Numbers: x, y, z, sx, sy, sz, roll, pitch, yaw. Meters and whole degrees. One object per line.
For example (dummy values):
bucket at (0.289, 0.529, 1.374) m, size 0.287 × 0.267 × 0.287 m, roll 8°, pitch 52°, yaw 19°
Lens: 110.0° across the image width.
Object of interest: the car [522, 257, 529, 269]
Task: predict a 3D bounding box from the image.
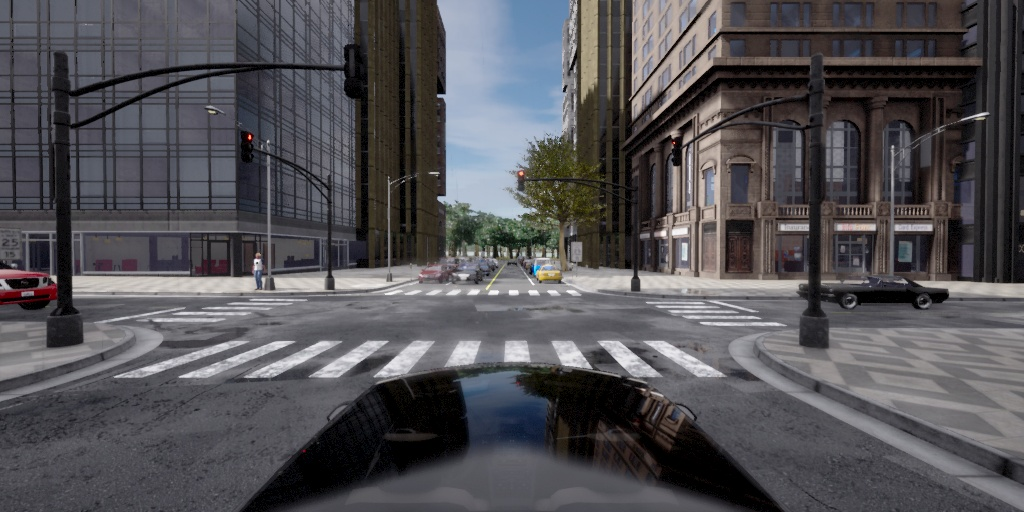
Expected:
car at (2.721, 1.207, 49.879) m, size 1.751 × 1.417 × 4.829 m, roll 0°, pitch 0°, yaw 0°

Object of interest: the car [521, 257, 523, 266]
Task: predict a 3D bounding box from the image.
car at (2.716, 1.211, 55.388) m, size 1.888 × 1.381 × 4.507 m, roll 0°, pitch 0°, yaw 0°

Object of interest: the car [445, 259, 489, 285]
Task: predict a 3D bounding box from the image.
car at (-3.148, 1.221, 26.118) m, size 2.128 × 1.511 × 4.902 m, roll 0°, pitch 0°, yaw 1°

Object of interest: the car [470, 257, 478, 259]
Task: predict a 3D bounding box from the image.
car at (-5.800, 1.010, 44.014) m, size 2.192 × 1.841 × 5.009 m, roll 0°, pitch 0°, yaw 0°

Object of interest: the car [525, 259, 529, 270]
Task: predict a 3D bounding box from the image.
car at (2.730, 1.274, 38.349) m, size 1.948 × 1.339 × 4.313 m, roll 0°, pitch 0°, yaw 0°

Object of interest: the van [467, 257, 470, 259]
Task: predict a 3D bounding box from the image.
van at (-5.795, 1.049, 38.334) m, size 1.690 × 1.789 × 3.998 m, roll 0°, pitch 0°, yaw 0°

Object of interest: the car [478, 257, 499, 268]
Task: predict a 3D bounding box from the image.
car at (-3.126, 1.181, 46.418) m, size 2.128 × 1.511 × 4.902 m, roll 0°, pitch 0°, yaw 0°

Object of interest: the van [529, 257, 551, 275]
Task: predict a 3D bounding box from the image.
van at (2.735, 1.059, 32.670) m, size 1.690 × 1.789 × 3.998 m, roll 0°, pitch 0°, yaw 0°

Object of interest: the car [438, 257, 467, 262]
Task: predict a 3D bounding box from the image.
car at (-5.790, 1.033, 32.654) m, size 2.192 × 1.841 × 5.009 m, roll 0°, pitch 0°, yaw 0°

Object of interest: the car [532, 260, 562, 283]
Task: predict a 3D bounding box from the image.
car at (2.740, 1.253, 27.160) m, size 1.751 × 1.417 × 4.829 m, roll 0°, pitch 0°, yaw 0°

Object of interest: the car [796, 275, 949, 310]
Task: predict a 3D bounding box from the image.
car at (14.698, 1.443, 14.844) m, size 4.718 × 1.301 × 1.895 m, roll 0°, pitch 1°, yaw 0°

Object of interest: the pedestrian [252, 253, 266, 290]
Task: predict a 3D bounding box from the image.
pedestrian at (-12.537, 0.740, 17.796) m, size 0.375 × 1.860 × 0.375 m, roll 0°, pitch 0°, yaw 0°

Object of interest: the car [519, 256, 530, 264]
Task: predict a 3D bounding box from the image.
car at (2.711, 1.201, 61.067) m, size 2.007 × 1.370 × 4.403 m, roll 0°, pitch 0°, yaw 0°

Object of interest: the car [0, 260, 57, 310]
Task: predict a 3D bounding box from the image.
car at (-18.383, 0.841, 11.542) m, size 5.566 × 2.045 × 2.150 m, roll 1°, pitch 1°, yaw 0°

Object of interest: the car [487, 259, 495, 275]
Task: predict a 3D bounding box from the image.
car at (-3.123, 1.260, 36.306) m, size 2.033 × 1.411 × 5.357 m, roll 0°, pitch 0°, yaw 0°

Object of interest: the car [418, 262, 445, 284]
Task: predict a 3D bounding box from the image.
car at (-5.785, 1.310, 26.973) m, size 1.802 × 1.307 × 4.207 m, roll 0°, pitch 0°, yaw 0°
